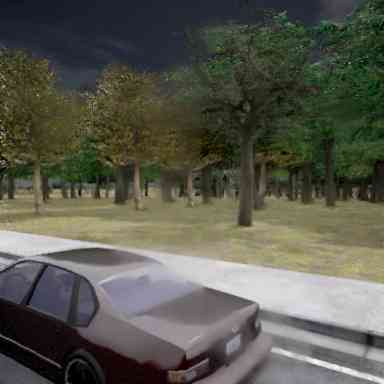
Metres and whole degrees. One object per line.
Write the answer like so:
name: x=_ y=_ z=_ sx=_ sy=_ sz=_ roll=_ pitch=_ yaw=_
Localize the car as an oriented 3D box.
car: x=-1.638 y=1.540 z=4.733 sx=5.357 sy=1.411 sz=2.033 roll=0 pitch=0 yaw=36
